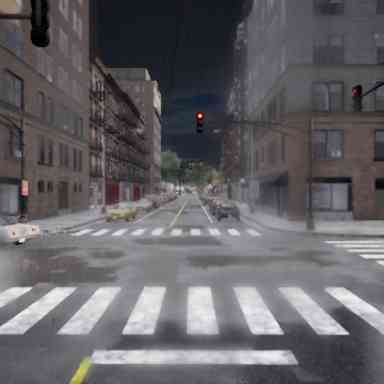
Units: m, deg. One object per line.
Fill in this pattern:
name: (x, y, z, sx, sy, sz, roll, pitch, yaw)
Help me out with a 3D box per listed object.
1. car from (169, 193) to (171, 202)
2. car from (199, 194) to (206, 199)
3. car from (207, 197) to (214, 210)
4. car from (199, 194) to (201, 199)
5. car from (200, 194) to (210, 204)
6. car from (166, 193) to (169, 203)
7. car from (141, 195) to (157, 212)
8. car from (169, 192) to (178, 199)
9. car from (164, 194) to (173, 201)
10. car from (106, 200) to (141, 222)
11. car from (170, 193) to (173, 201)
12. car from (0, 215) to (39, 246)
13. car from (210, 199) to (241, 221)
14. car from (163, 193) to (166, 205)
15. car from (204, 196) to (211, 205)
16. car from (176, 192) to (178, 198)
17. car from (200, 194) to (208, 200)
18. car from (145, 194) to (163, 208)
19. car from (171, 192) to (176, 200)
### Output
car: (-5.243, 1.364, 58.538, 2.008, 1.369, 4.403, 0, 0, 0)
car: (2.889, 1.295, 91.408, 1.802, 1.307, 4.206, 0, 0, 0)
car: (2.723, 1.444, 31.106, 1.887, 1.381, 4.507, 0, 0, 0)
car: (2.798, 1.364, 58.516, 2.008, 1.369, 4.403, 0, 0, 0)
car: (2.783, 1.381, 53.034, 2.008, 1.369, 4.403, 0, 0, 0)
car: (-5.260, 1.270, 53.056, 1.967, 1.590, 4.097, 0, 0, 0)
car: (-5.312, 1.407, 36.440, 1.752, 1.417, 4.829, 0, 0, 0)
car: (-5.140, 1.028, 91.430, 2.192, 1.841, 5.009, 0, 0, 0)
car: (-5.192, 1.288, 74.814, 1.752, 1.417, 4.829, 0, 0, 0)
car: (-5.346, 1.442, 25.477, 1.752, 1.417, 4.829, 0, 0, 0)
car: (-5.226, 1.362, 64.021, 1.947, 1.339, 4.313, 0, 0, 0)
car: (-8.818, 1.591, 13.363, 4.718, 1.301, 1.895, 0, 0, 10)
car: (2.708, 1.467, 25.625, 2.008, 1.369, 4.403, 0, 0, 0)
car: (-5.277, 1.287, 47.574, 1.967, 1.590, 4.097, 0, 0, 0)
car: (2.738, 1.433, 36.588, 2.008, 1.369, 4.403, 0, 0, 0)
car: (-5.157, 1.044, 85.947, 2.192, 1.841, 5.009, 0, 0, 0)
car: (2.859, 1.290, 80.444, 1.887, 1.381, 4.507, 0, 0, 0)
car: (-5.294, 1.180, 42.092, 2.192, 1.841, 5.009, 0, 0, 0)
car: (-5.209, 1.094, 69.502, 2.192, 1.841, 5.009, 0, 0, 0)
